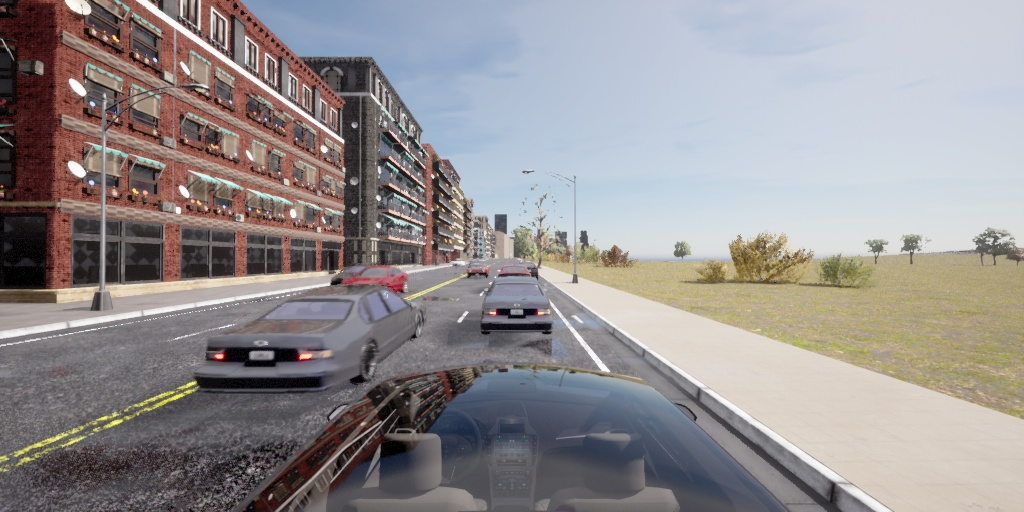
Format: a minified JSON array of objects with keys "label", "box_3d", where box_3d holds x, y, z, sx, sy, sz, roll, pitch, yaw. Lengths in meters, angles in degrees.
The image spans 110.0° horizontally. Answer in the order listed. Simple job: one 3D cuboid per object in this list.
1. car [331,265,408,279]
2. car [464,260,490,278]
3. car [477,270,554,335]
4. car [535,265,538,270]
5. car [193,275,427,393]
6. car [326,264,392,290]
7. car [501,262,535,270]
[{"label":"car","box_3d":[-6.572,1.230,17.637,1.882,1.535,5.008,0,0,0]},{"label":"car","box_3d":[-3.090,1.355,34.191,1.895,1.301,4.718,0,0,0]},{"label":"car","box_3d":[0.115,1.299,10.525,2.033,1.411,5.357,0,0,0]},{"label":"car","box_3d":[1.191,1.232,30.503,1.882,1.535,5.008,0,0,0]},{"label":"car","box_3d":[-3.145,1.298,7.019,2.033,1.411,5.357,0,0,0]},{"label":"car","box_3d":[-9.811,1.301,23.559,2.033,1.411,5.357,0,0,0]},{"label":"car","box_3d":[0.138,1.231,21.065,1.882,1.535,5.008,0,0,0]}]
